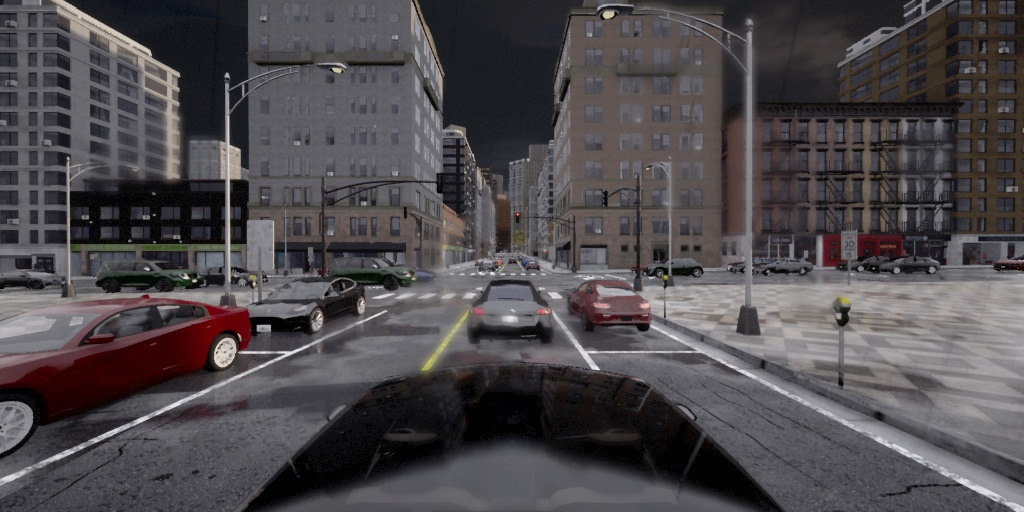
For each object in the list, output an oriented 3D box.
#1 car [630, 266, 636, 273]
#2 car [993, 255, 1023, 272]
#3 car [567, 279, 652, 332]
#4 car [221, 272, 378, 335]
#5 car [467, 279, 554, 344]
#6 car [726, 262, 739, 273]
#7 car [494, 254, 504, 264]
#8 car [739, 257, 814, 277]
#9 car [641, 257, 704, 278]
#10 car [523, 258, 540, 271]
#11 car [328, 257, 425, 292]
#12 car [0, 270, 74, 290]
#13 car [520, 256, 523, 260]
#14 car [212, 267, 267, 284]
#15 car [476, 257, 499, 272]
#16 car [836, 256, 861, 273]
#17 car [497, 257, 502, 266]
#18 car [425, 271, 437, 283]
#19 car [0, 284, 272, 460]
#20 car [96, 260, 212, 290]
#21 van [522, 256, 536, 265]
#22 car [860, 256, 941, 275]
[{"bbox_3d":[13.475,1.105,33.155,4.718,1.301,1.895,-1,0,0],"label":"car"},{"bbox_3d":[43.465,0.586,29.916,5.008,1.535,1.882,-1,0,0],"label":"car"},{"bbox_3d":[2.717,1.330,10.596,1.802,1.307,4.207,0,0,0],"label":"car"},{"bbox_3d":[-5.808,1.314,10.551,1.948,1.339,4.313,0,0,0],"label":"car"},{"bbox_3d":[-0.036,1.312,9.598,1.994,1.385,4.181,0,0,0],"label":"car"},{"bbox_3d":[22.516,0.868,33.171,4.902,1.511,2.128,-1,0,0],"label":"car"},{"bbox_3d":[-2.980,0.968,65.157,2.097,1.767,4.553,0,0,1],"label":"car"},{"bbox_3d":[22.281,0.888,29.920,4.902,1.511,2.128,-1,0,0],"label":"car"},{"bbox_3d":[13.327,0.875,29.902,4.553,1.767,2.097,-1,0,0],"label":"car"},{"bbox_3d":[2.786,1.257,47.808,1.802,1.307,4.207,0,0,0],"label":"car"},{"bbox_3d":[-8.631,1.095,22.314,5.566,2.045,2.150,-1,0,12],"label":"car"},{"bbox_3d":[-35.302,1.721,26.364,4.674,1.442,1.812,-1,0,0],"label":"car"},{"bbox_3d":[2.837,1.202,64.468,1.802,1.307,4.207,0,0,0],"label":"car"},{"bbox_3d":[-20.651,1.518,26.388,4.892,1.490,1.837,-1,0,0],"label":"car"},{"bbox_3d":[-3.079,1.207,45.598,1.812,1.442,4.674,0,0,2],"label":"car"},{"bbox_3d":[32.877,0.738,33.185,4.892,1.490,1.837,-1,0,0],"label":"car"},{"bbox_3d":[-3.047,1.199,55.248,2.033,1.411,5.357,0,0,0],"label":"car"},{"bbox_3d":[-8.312,1.367,26.400,5.357,1.411,2.033,-1,1,0],"label":"car"},{"bbox_3d":[-5.777,1.295,4.907,1.888,1.381,4.507,0,0,0],"label":"car"},{"bbox_3d":[-23.260,1.284,23.131,5.566,2.045,2.150,-1,0,0],"label":"car"},{"bbox_3d":[2.803,0.998,53.360,1.690,1.789,3.998,0,0,0],"label":"van"},{"bbox_3d":[32.624,0.759,29.932,4.892,1.490,1.837,-1,0,0],"label":"car"}]
